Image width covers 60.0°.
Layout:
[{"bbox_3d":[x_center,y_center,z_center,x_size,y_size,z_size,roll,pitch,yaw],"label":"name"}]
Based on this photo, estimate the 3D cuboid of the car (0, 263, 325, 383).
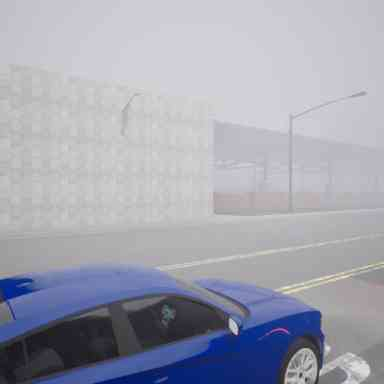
[{"bbox_3d":[-0.712,1.478,3.242,5.008,1.535,1.882,0,0,-36],"label":"car"}]
